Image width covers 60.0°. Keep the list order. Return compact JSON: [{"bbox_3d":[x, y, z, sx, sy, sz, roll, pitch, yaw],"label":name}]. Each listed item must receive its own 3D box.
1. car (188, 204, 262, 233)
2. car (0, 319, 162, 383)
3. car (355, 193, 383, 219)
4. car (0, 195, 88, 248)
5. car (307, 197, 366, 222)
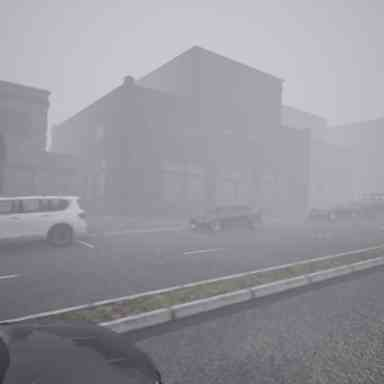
[{"bbox_3d":[1.998,1.443,19.427,4.792,1.488,2.163,0,0,-36],"label":"car"},{"bbox_3d":[-2.424,1.492,1.707,4.902,1.511,2.128,0,0,-36],"label":"car"},{"bbox_3d":[15.454,1.154,29.111,5.566,2.045,2.435,0,0,-36],"label":"car"},{"bbox_3d":[-6.963,1.167,12.968,5.566,2.045,2.435,0,0,-36],"label":"car"},{"bbox_3d":[10.999,1.409,25.902,4.892,1.521,2.231,0,0,-36],"label":"car"}]
